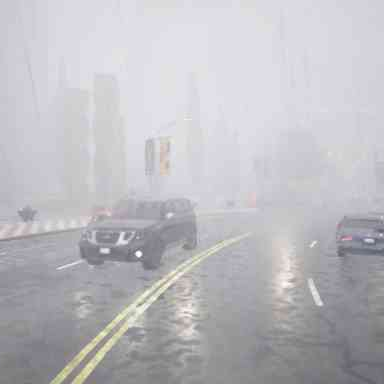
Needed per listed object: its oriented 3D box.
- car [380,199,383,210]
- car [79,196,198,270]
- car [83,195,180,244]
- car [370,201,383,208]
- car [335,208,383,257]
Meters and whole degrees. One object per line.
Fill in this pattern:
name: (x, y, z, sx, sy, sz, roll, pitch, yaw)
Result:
car: (26.359, 1.600, 41.912, 4.718, 1.301, 1.895, 0, 0, -14)
car: (-1.465, 1.221, 11.534, 2.150, 2.045, 5.566, 0, 0, 19)
car: (-2.850, 1.220, 17.274, 2.150, 2.045, 5.566, 0, 0, 25)
car: (18.263, 1.526, 30.652, 4.674, 1.442, 1.812, 0, 0, -32)
car: (6.481, 1.547, 12.558, 2.033, 1.411, 5.357, 0, 0, 24)
